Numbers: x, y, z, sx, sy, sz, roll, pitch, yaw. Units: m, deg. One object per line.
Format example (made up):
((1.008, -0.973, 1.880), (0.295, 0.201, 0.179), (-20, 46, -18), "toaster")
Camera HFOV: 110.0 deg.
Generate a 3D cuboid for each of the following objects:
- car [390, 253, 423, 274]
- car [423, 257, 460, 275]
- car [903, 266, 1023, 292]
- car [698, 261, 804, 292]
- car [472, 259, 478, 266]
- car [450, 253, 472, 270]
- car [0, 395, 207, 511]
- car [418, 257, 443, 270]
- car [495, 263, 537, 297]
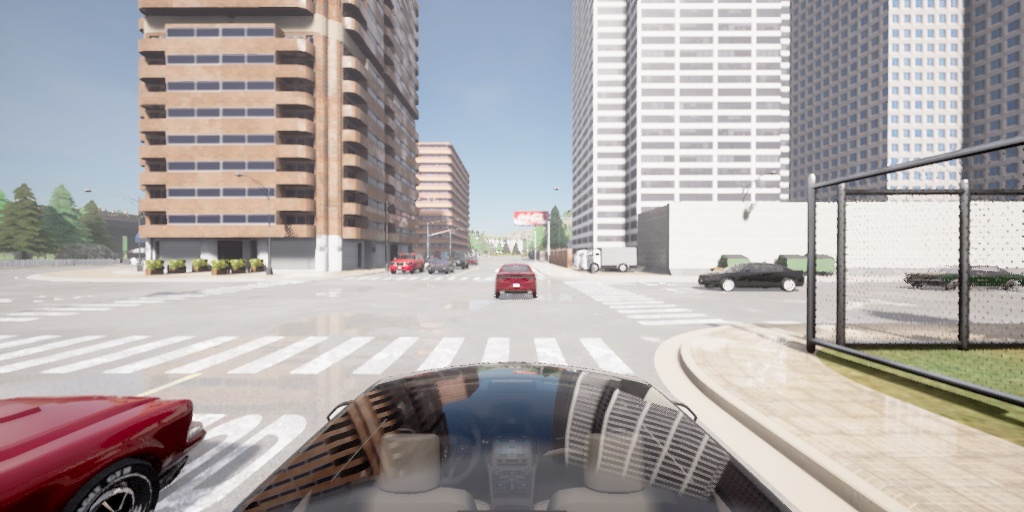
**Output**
((-10.398, 0.718, 36.019), (2.150, 2.045, 5.566), (0, 0, 0), "car")
((-6.904, 1.047, 35.566), (2.033, 1.411, 5.357), (0, 0, 0), "car")
((23.794, 1.164, 18.932), (4.718, 1.301, 1.895), (0, 0, 0), "car")
((12.520, 1.042, 18.972), (5.008, 1.535, 1.882), (0, 0, 0), "car")
((-6.705, 0.924, 59.283), (1.895, 1.301, 4.718), (0, 0, 1), "car")
((-6.848, 0.645, 45.752), (2.150, 2.045, 5.566), (0, 0, 1), "car")
((-3.443, 1.358, 0.768), (1.895, 1.301, 4.718), (0, 0, 0), "car")
((-10.346, 0.915, 45.869), (2.128, 1.511, 4.902), (0, 0, 1), "car")
((0.191, 1.095, 17.816), (1.882, 1.535, 5.008), (0, 0, 0), "car")
